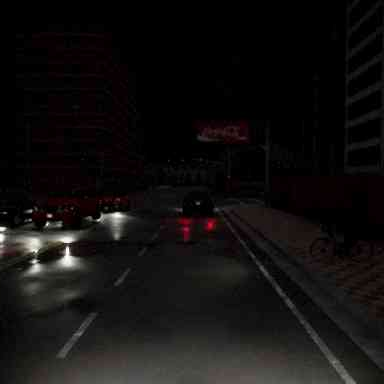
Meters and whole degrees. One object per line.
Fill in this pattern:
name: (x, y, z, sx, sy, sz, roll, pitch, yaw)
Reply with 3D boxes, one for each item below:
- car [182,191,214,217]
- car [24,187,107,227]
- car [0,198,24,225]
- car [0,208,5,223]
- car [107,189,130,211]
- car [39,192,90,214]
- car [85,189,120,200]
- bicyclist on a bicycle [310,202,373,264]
car: (0.427, 0.728, 23.988, 2.097, 1.767, 4.553, 0, 1, 1)
car: (-6.823, 0.726, 18.815, 2.150, 2.045, 5.566, 0, 1, 1)
car: (-10.308, 1.059, 19.066, 1.994, 1.385, 4.181, 0, 1, 2)
car: (-6.991, 1.338, 8.371, 1.994, 1.385, 4.181, 0, 1, 1)
car: (-6.616, 0.624, 28.046, 2.097, 1.767, 4.553, 0, 1, 1)
car: (-10.133, 0.815, 26.871, 2.128, 1.511, 4.902, 0, 1, 1)
car: (-12.390, 0.323, 45.985, 4.674, 1.442, 1.812, 1, 1, 27)
bicyclist on a bicycle: (3.906, 1.075, 8.670, 1.656, 1.620, 0.582, 0, 1, 1)
